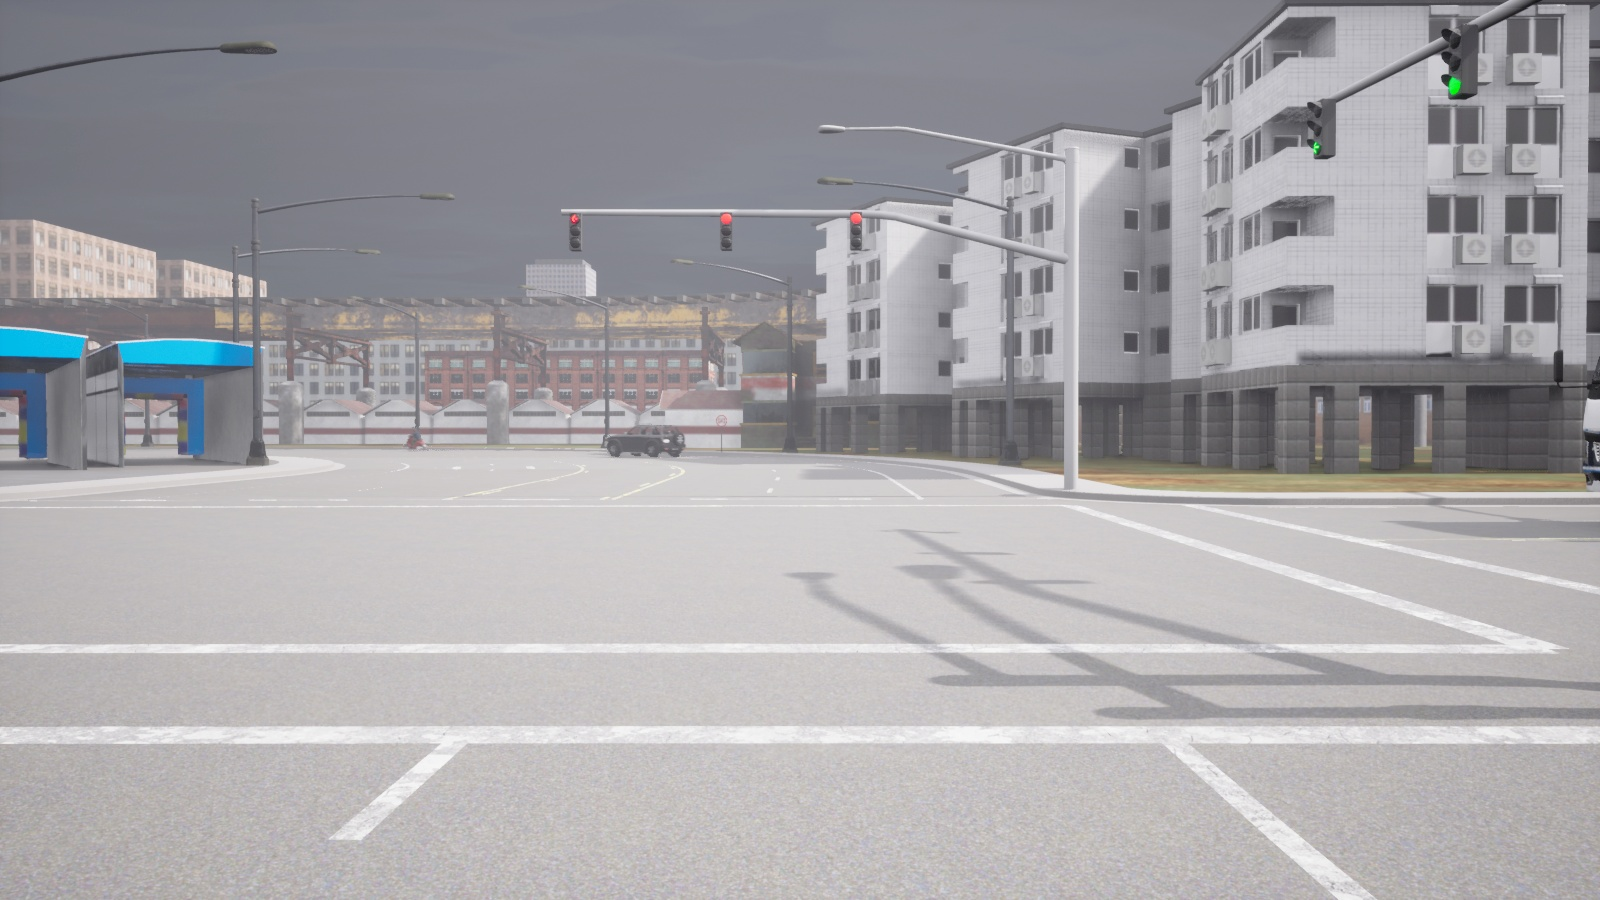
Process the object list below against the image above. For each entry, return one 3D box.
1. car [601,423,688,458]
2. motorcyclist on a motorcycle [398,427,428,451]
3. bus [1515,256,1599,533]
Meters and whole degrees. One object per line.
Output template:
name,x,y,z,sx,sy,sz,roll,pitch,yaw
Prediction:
car,-8.432,-0.533,67.748,4.605,1.855,1.932,1,1,37
motorcyclist on a motorcycle,-26.952,-0.754,87.473,1.817,1.590,0.866,0,4,25
bus,17.421,-0.860,19.572,10.273,4.253,3.944,0,1,-1
